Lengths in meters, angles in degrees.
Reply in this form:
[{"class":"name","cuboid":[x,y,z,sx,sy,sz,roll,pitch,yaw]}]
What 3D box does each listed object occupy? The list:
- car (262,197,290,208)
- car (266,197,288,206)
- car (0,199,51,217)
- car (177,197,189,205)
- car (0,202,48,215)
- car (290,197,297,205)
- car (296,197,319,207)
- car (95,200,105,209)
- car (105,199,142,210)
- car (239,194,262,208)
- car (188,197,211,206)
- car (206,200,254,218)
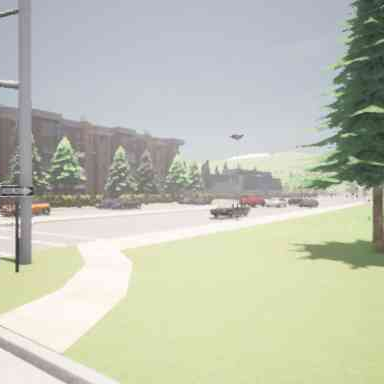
[{"class":"car","cuboid":[12.585,1.626,49.647,1.812,1.442,4.674,0,0,35]},{"class":"car","cuboid":[15.299,1.612,59.737,2.128,1.511,4.902,0,0,35]},{"class":"car","cuboid":[-16.889,1.534,33.910,2.097,1.767,4.553,0,0,35]},{"class":"car","cuboid":[-0.546,1.749,63.256,2.033,1.411,5.357,0,0,35]},{"class":"car","cuboid":[-18.826,1.802,37.242,1.895,1.301,4.718,0,0,35]},{"class":"car","cuboid":[18.183,1.579,57.753,1.882,1.535,5.008,0,0,35]},{"class":"car","cuboid":[18.235,1.646,51.576,1.994,1.385,4.181,0,0,35]},{"class":"car","cuboid":[-11.594,1.693,47.584,2.128,1.511,4.902,0,0,35]},{"class":"car","cuboid":[-8.931,1.684,45.292,1.837,1.490,4.892,0,1,35]},{"class":"car","cuboid":[9.204,1.341,50.938,2.150,2.045,5.566,0,0,36]},{"class":"car","cuboid":[1.800,1.747,60.513,1.994,1.385,4.181,0,0,35]},{"class":"car","cuboid":[3.623,1.681,30.640,1.895,1.301,4.718,0,0,35]}]
